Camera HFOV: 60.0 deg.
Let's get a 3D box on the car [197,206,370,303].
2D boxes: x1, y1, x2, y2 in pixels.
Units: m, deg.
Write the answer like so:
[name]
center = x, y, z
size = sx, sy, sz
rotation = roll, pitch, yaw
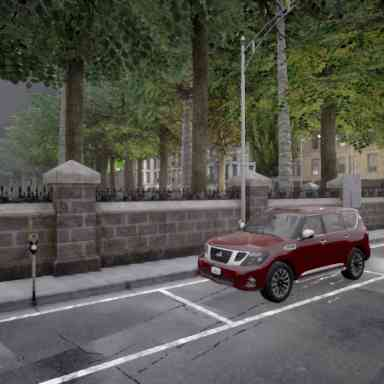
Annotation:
[car]
center = 2.532, 1.315, 8.398
size = 5.009, 1.841, 2.192
rotation = 0, 0, -36
